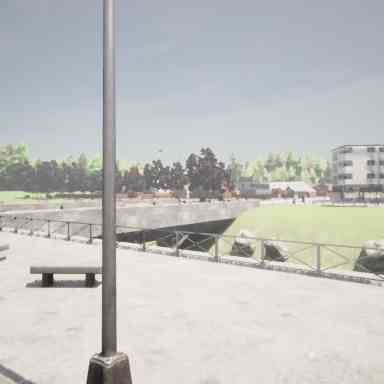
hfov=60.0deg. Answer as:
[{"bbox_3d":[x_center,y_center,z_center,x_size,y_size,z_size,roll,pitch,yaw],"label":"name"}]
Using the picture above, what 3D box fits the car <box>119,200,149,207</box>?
[{"bbox_3d":[-7.084,1.601,38.825,1.895,1.301,4.718,0,0,36],"label":"car"}]
